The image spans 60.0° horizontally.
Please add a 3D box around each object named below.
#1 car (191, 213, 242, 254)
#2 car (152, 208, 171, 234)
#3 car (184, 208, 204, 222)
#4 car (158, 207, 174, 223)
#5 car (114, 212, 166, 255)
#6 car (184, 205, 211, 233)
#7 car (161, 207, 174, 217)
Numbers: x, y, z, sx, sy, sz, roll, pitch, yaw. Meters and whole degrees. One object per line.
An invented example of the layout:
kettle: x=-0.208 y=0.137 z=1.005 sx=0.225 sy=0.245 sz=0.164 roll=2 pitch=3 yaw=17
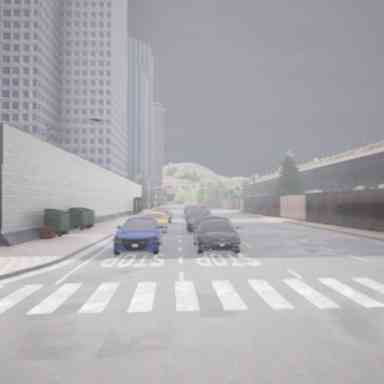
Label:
car: x=1.118 y=1.969 z=15.898 sx=1.837 sy=1.490 sz=4.892 roll=0 pitch=-2 yaw=-2
car: x=-2.775 y=2.240 z=25.187 sx=1.882 sy=1.535 sz=5.008 roll=0 pitch=-2 yaw=-3
car: x=0.141 y=2.689 z=39.422 sx=2.128 sy=1.511 sz=4.902 roll=0 pitch=-2 yaw=-2
car: x=-3.223 y=2.452 z=36.018 sx=2.097 sy=1.767 sz=4.553 roll=0 pitch=-2 yaw=-2
car: x=-2.377 y=1.945 z=15.736 sx=1.882 sy=1.535 sz=5.008 roll=0 pitch=-2 yaw=-2
car: x=0.723 y=2.111 z=25.315 sx=2.097 sy=1.767 sz=4.553 roll=0 pitch=-2 yaw=-2
car: x=-3.876 y=3.125 z=53.540 sx=1.882 sy=1.535 sz=5.008 roll=0 pitch=-2 yaw=-2
